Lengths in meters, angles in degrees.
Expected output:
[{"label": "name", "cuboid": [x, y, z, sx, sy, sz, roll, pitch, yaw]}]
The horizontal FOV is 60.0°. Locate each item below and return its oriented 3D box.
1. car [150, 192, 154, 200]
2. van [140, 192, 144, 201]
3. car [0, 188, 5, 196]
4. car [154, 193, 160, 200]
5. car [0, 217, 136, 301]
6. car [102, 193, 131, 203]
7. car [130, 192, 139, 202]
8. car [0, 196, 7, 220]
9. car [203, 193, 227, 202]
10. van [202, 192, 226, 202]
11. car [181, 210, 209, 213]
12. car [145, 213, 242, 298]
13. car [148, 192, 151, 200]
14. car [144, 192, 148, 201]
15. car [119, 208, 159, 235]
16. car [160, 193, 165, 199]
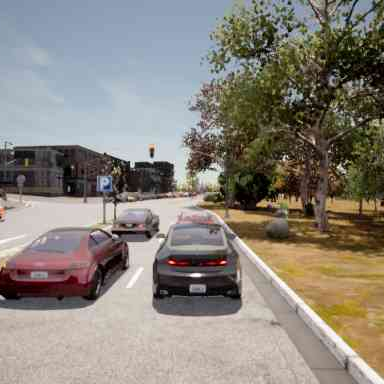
[{"label": "car", "cuboid": [-12.283, 1.352, 80.757, 4.674, 1.452, 2.002, -1, 0, -13]}, {"label": "van", "cuboid": [-13.254, 1.087, 71.788, 4.442, 1.987, 1.878, -1, 0, -14]}, {"label": "car", "cuboid": [-31.175, 0.132, 53.669, 2.002, 1.452, 4.674, 6, -3, -19]}, {"label": "car", "cuboid": [-11.469, 1.349, 86.739, 4.674, 1.452, 2.002, -1, 0, -12]}, {"label": "car", "cuboid": [-2.903, 1.573, 8.435, 1.994, 1.385, 4.181, 0, 0, 1]}, {"label": "car", "cuboid": [-14.456, 1.353, 62.804, 4.792, 1.488, 2.163, -1, 0, -15]}, {"label": "car", "cuboid": [-13.811, 1.309, 65.796, 5.366, 1.575, 1.946, -1, 0, -15]}, {"label": "car", "cuboid": [-16.632, 1.401, 24.997, 4.553, 1.767, 2.185, -1, 0, -19]}, {"label": "car", "cuboid": [4.654, 1.135, 68.372, 4.553, 1.767, 2.185, 1, 0, -14]}, {"label": "van", "cuboid": [4.271, 1.037, 65.402, 4.442, 1.987, 1.878, 1, 0, -14]}, {"label": "car", "cuboid": [0.155, 1.623, 17.749, 1.895, 1.301, 4.718, 0, 0, 0]}, {"label": "car", "cuboid": [0.107, 1.514, 8.481, 1.837, 1.490, 4.892, 0, 0, 0]}, {"label": "car", "cuboid": [-12.654, 1.352, 77.755, 4.674, 1.452, 2.002, -1, 0, -13]}, {"label": "car", "cuboid": [-13.026, 1.315, 74.760, 4.892, 1.521, 2.231, -1, 0, -14]}, {"label": "car", "cuboid": [-2.847, 1.571, 17.654, 2.033, 1.411, 5.357, 0, 0, 1]}, {"label": "car", "cuboid": [-11.019, 1.057, 89.745, 5.566, 2.045, 2.435, -1, 0, -12]}]
